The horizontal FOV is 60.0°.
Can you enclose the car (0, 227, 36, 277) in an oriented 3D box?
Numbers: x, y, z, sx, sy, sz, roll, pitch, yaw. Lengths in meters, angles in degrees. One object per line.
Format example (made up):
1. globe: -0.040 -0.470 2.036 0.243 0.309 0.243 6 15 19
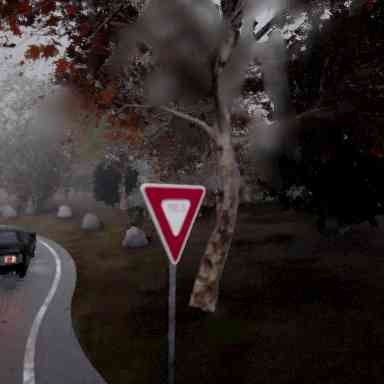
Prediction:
1. car: -6.005 1.729 10.381 1.895 1.301 4.718 1 0 -21
